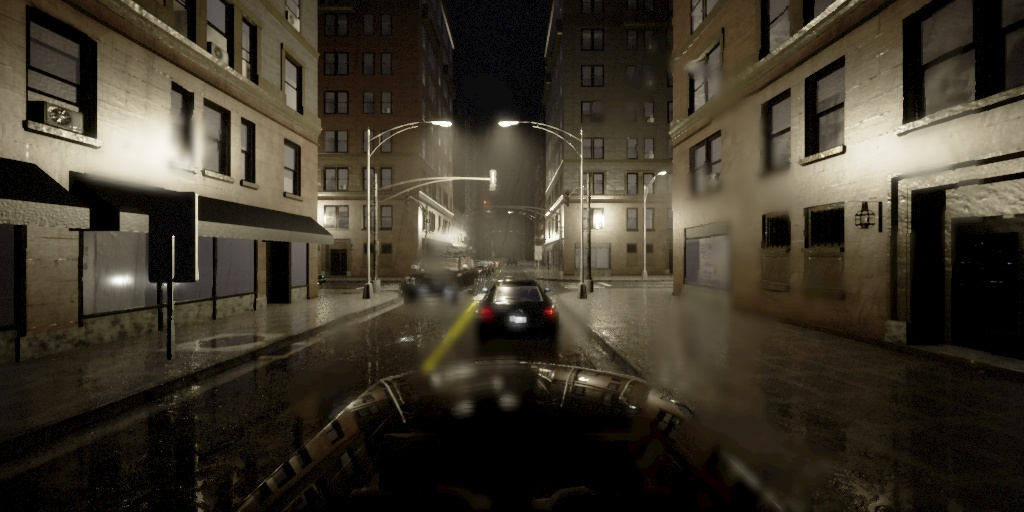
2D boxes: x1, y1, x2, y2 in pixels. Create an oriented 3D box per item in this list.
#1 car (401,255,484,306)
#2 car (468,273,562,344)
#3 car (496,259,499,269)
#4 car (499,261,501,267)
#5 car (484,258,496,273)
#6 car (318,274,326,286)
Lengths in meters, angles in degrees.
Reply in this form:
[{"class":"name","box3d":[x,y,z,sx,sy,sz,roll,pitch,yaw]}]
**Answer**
[{"class":"car","box3d":[-3.022,0.971,16.275,2.150,2.045,5.566,-1,0,7]},{"class":"car","box3d":[0.115,1.313,9.555,1.994,1.385,4.181,0,0,-1]},{"class":"car","box3d":[-3.098,1.293,46.125,2.033,1.411,5.357,0,0,0]},{"class":"car","box3d":[-3.085,1.091,55.907,2.097,1.767,4.553,0,0,-1]},{"class":"car","box3d":[-3.094,1.239,36.383,2.128,1.511,4.902,0,0,0]},{"class":"car","box3d":[-14.086,1.386,21.930,4.718,1.301,1.895,0,0,0]}]
